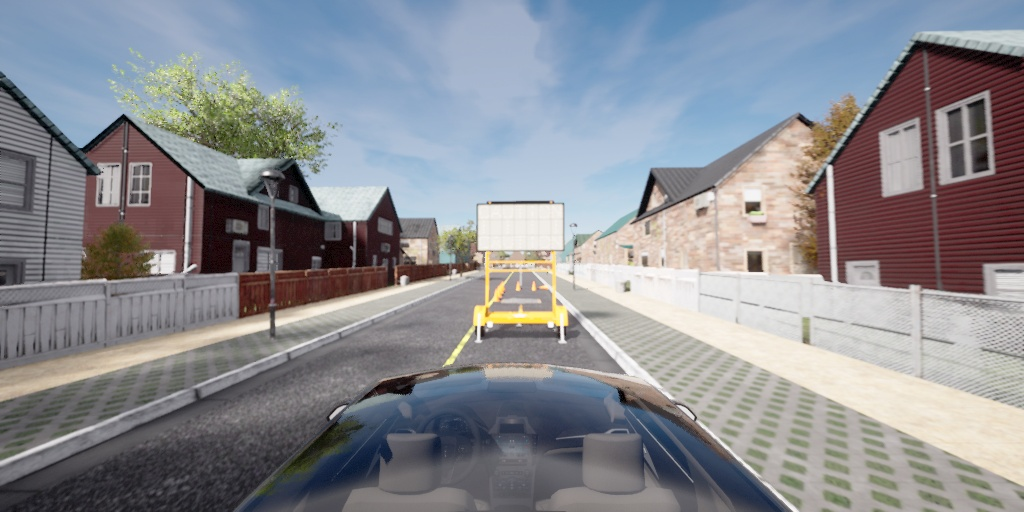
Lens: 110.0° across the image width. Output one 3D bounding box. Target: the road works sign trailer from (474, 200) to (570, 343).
[{"bbox_3d":[0.248,0.283,9.925,2.380,3.560,2.880,0,0,2],"label":"road works sign trailer"}]
